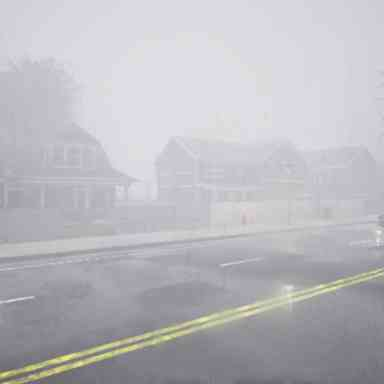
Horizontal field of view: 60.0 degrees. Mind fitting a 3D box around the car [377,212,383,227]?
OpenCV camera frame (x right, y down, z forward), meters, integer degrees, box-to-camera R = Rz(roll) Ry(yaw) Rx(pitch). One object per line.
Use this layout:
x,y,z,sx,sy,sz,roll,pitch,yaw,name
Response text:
13.936,1.506,21.603,4.892,1.490,1.837,0,0,-35,car
